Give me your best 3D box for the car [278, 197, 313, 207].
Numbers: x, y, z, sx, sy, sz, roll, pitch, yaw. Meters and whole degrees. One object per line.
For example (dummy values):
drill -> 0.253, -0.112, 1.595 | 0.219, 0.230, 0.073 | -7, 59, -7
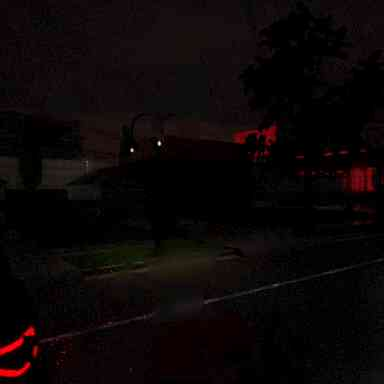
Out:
car -> 15.355, 1.600, 50.353 | 1.895, 1.301, 4.718 | 0, 0, -33

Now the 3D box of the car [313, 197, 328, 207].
car -> 18.695, 1.477, 51.651 | 1.882, 1.535, 5.008 | 0, 0, -33

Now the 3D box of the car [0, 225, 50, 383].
car -> -3.585, 1.222, 1.334 | 5.566, 2.045, 2.150 | 0, 0, -37
